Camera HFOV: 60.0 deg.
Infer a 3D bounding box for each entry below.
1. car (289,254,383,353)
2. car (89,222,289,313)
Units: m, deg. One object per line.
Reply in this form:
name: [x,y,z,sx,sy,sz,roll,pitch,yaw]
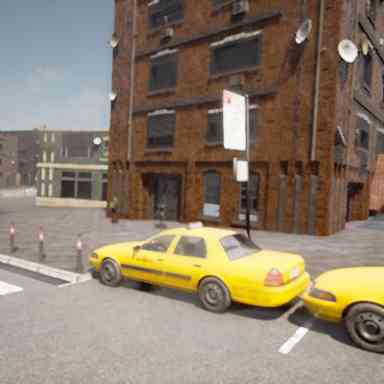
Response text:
car: [4.305,1.477,4.443,5.366,1.575,1.946,0,0,36]
car: [-0.175,1.479,7.672,5.366,1.575,1.946,0,0,36]
